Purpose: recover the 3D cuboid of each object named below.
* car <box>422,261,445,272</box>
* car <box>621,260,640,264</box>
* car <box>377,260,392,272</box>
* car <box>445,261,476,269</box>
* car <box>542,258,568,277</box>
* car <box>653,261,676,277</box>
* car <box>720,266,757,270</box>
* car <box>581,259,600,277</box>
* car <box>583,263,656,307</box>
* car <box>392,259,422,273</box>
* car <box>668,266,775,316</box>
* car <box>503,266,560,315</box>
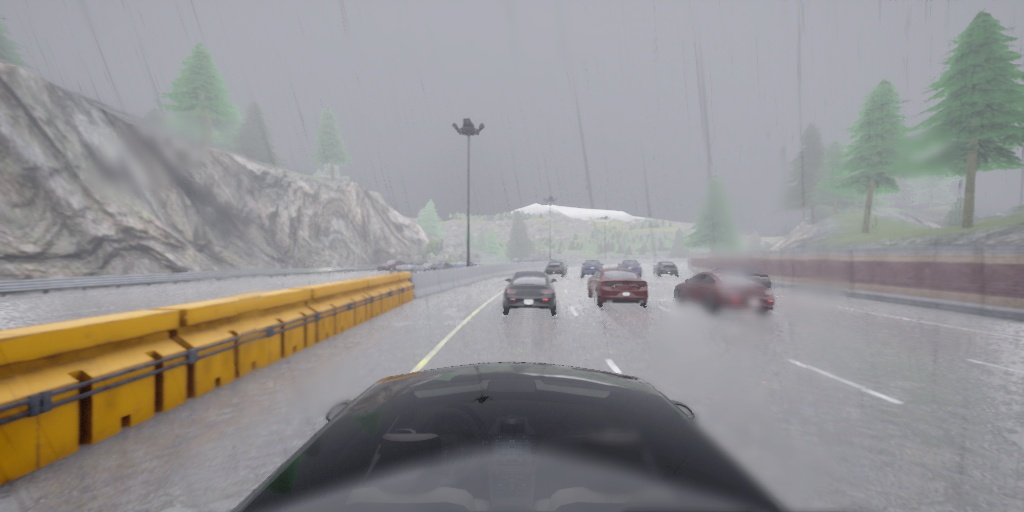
[{"bbox_3d":[-8.398,1.309,42.593,1.994,1.385,4.181,0,0,16],"label":"car"},{"bbox_3d":[11.629,1.130,35.540,2.097,1.767,4.553,0,0,14],"label":"car"},{"bbox_3d":[-14.948,1.212,45.201,1.882,1.535,5.008,0,0,16],"label":"car"},{"bbox_3d":[-5.394,1.275,40.332,1.812,1.442,4.674,0,0,15],"label":"car"},{"bbox_3d":[4.469,1.270,35.792,1.837,1.490,4.892,0,0,14],"label":"car"},{"bbox_3d":[15.336,1.289,35.896,1.837,1.490,4.892,0,0,15],"label":"car"},{"bbox_3d":[11.950,1.266,19.448,2.128,1.511,4.902,0,0,8],"label":"car"},{"bbox_3d":[8.011,1.124,35.517,2.097,1.767,4.553,0,0,14],"label":"car"},{"bbox_3d":[4.433,1.238,15.598,1.882,1.535,5.008,0,0,6],"label":"car"},{"bbox_3d":[-11.943,1.339,43.007,1.895,1.301,4.718,0,0,15],"label":"car"},{"bbox_3d":[7.718,1.292,13.412,1.812,1.442,4.674,0,0,5],"label":"car"},{"bbox_3d":[0.722,1.280,13.635,1.812,1.442,4.674,0,0,5],"label":"car"}]
